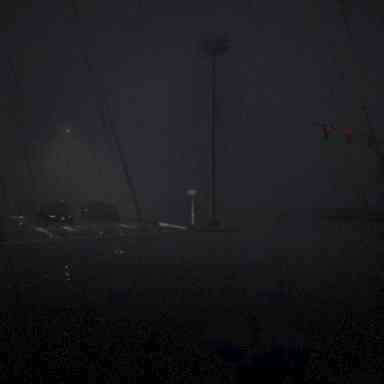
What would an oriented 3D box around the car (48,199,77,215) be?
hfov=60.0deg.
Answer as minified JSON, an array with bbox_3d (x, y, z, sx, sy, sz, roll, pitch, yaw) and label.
[{"bbox_3d":[-14.258,1.592,36.456,1.812,1.442,4.674,0,0,-35],"label":"car"}]

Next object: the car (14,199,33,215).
[{"bbox_3d":[-17.138,1.522,34.466,1.882,1.535,5.008,0,0,-35],"label":"car"}]

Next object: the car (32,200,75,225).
[{"bbox_3d":[-10.079,1.546,24.371,1.837,1.490,4.892,0,0,-35],"label":"car"}]

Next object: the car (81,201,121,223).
[{"bbox_3d":[-7.365,1.542,26.596,1.882,1.535,5.008,0,0,-35],"label":"car"}]
